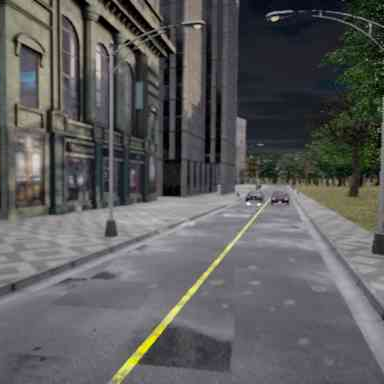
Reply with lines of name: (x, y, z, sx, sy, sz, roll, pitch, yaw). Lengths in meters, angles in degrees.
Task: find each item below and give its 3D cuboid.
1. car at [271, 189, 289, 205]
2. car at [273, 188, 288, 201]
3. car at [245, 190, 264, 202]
car: (9.735, 0.700, 36.653, 1.895, 1.301, 4.718, 1, 2, 16)
car: (12.466, 0.308, 46.853, 1.837, 1.490, 4.892, 1, 2, 16)
car: (7.832, 0.484, 41.290, 1.994, 1.385, 4.181, 1, 2, 15)
